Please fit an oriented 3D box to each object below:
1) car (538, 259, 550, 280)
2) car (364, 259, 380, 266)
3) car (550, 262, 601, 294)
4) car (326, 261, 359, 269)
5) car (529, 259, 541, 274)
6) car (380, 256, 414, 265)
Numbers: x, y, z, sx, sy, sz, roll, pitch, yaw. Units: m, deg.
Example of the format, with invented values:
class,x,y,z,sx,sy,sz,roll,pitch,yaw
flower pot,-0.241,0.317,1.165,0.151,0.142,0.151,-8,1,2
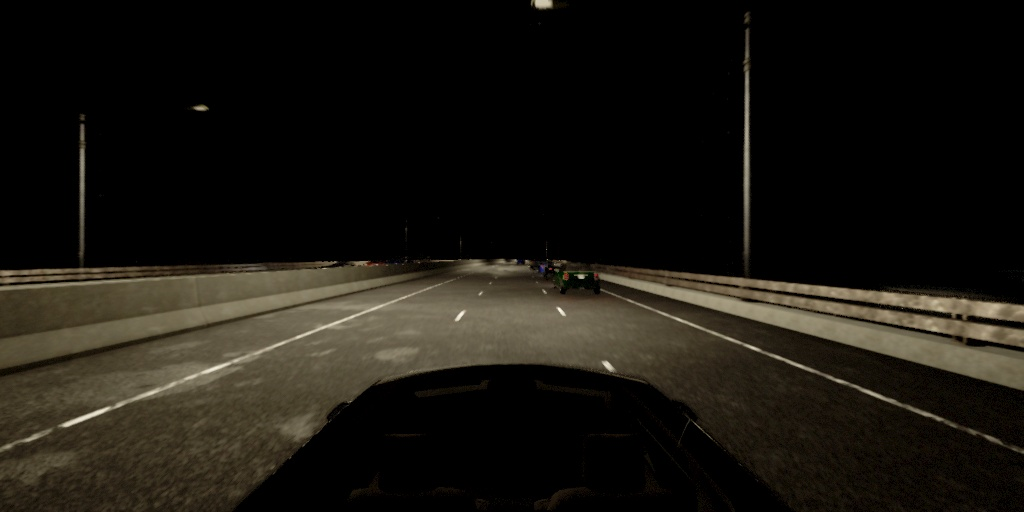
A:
class,x,y,z,sx,sy,sz,roll,pitch,yaw
car,3.732,1.282,31.522,2.128,1.511,4.902,0,0,1
car,-17.025,1.144,45.589,2.097,1.767,4.553,0,0,2
car,3.586,1.123,20.571,2.097,1.767,4.553,0,0,1
car,-20.577,1.330,43.776,2.033,1.411,5.357,0,0,2
car,3.616,1.318,43.194,2.163,1.488,4.792,0,0,-11
car,-13.588,1.012,43.502,2.150,2.045,5.566,0,0,2
